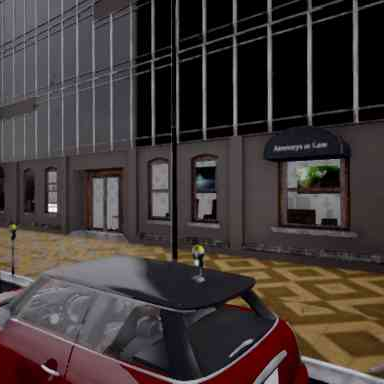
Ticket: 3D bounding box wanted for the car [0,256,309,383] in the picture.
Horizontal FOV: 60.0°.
[{"bbox_3d":[-0.991,1.439,3.586,4.097,1.590,1.967,0,0,36],"label":"car"}]
